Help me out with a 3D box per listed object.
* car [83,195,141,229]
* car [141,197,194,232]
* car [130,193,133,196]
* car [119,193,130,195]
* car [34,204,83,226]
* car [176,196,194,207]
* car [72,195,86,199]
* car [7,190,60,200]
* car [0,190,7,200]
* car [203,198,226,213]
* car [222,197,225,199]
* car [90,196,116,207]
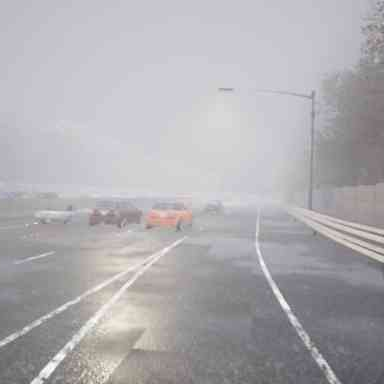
[{"bbox_3d":[-4.721,1.291,21.411,2.097,1.767,4.553,2,0,11],"label":"car"},{"bbox_3d":[-1.260,1.385,20.872,2.097,1.767,4.553,2,0,11],"label":"car"},{"bbox_3d":[-10.017,1.258,65.813,2.033,1.411,5.357,2,0,11],"label":"car"},{"bbox_3d":[-13.489,1.136,66.291,2.150,2.045,5.566,2,0,11],"label":"car"},{"bbox_3d":[-8.170,1.446,22.057,1.895,1.301,4.718,2,0,11],"label":"car"},{"bbox_3d":[-1.128,1.559,56.814,2.097,1.767,4.553,2,0,11],"label":"car"},{"bbox_3d":[-16.725,1.232,50.536,2.128,1.511,4.902,2,0,12],"label":"car"},{"bbox_3d":[-16.285,0.901,35.132,2.150,2.045,5.566,2,0,12],"label":"car"},{"bbox_3d":[-19.740,0.806,35.688,2.150,2.045,5.566,2,0,12],"label":"car"},{"bbox_3d":[2.614,1.759,40.068,1.812,1.442,4.674,2,0,11],"label":"car"},{"bbox_3d":[5.111,1.922,70.043,1.882,1.535,5.008,2,0,11],"label":"car"},{"bbox_3d":[-13.277,1.338,49.942,1.837,1.490,4.892,2,0,12],"label":"car"}]
